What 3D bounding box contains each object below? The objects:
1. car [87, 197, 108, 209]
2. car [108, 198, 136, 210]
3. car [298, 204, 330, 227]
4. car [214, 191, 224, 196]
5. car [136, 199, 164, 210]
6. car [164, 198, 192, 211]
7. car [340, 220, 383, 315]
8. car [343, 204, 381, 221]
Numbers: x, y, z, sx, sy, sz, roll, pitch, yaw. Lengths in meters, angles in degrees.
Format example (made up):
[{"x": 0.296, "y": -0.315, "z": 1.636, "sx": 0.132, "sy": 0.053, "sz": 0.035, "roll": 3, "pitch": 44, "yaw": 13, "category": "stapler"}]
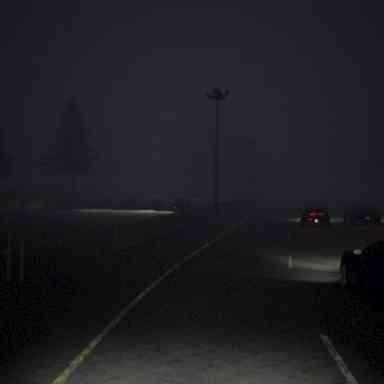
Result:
[{"x": -11.555, "y": 1.416, "z": 42.659, "sx": 1.812, "sy": 1.442, "sz": 4.674, "roll": 0, "pitch": 1, "yaw": 16, "category": "car"}, {"x": -8.180, "y": 1.445, "z": 41.740, "sx": 1.812, "sy": 1.442, "sz": 4.674, "roll": 0, "pitch": 1, "yaw": 16, "category": "car"}, {"x": 9.007, "y": 1.657, "z": 24.635, "sx": 1.837, "sy": 1.490, "sz": 4.892, "roll": 1, "pitch": 0, "yaw": 16, "category": "car"}, {"x": 6.333, "y": 0.395, "z": 79.994, "sx": 1.882, "sy": 1.535, "sz": 5.008, "roll": 0, "pitch": 2, "yaw": 16, "category": "car"}, {"x": -4.782, "y": 1.511, "z": 40.904, "sx": 1.994, "sy": 1.385, "sz": 4.181, "roll": 0, "pitch": 1, "yaw": 16, "category": "car"}, {"x": -1.365, "y": 1.480, "z": 40.125, "sx": 1.837, "sy": 1.490, "sz": 4.892, "roll": 0, "pitch": 1, "yaw": 16, "category": "car"}, {"x": 4.270, "y": 1.572, "z": 6.131, "sx": 1.882, "sy": 1.535, "sz": 5.008, "roll": 0, "pitch": 0, "yaw": 9, "category": "car"}, {"x": 12.866, "y": 1.653, "z": 25.418, "sx": 1.882, "sy": 1.535, "sz": 5.008, "roll": 0, "pitch": 0, "yaw": 16, "category": "car"}]
